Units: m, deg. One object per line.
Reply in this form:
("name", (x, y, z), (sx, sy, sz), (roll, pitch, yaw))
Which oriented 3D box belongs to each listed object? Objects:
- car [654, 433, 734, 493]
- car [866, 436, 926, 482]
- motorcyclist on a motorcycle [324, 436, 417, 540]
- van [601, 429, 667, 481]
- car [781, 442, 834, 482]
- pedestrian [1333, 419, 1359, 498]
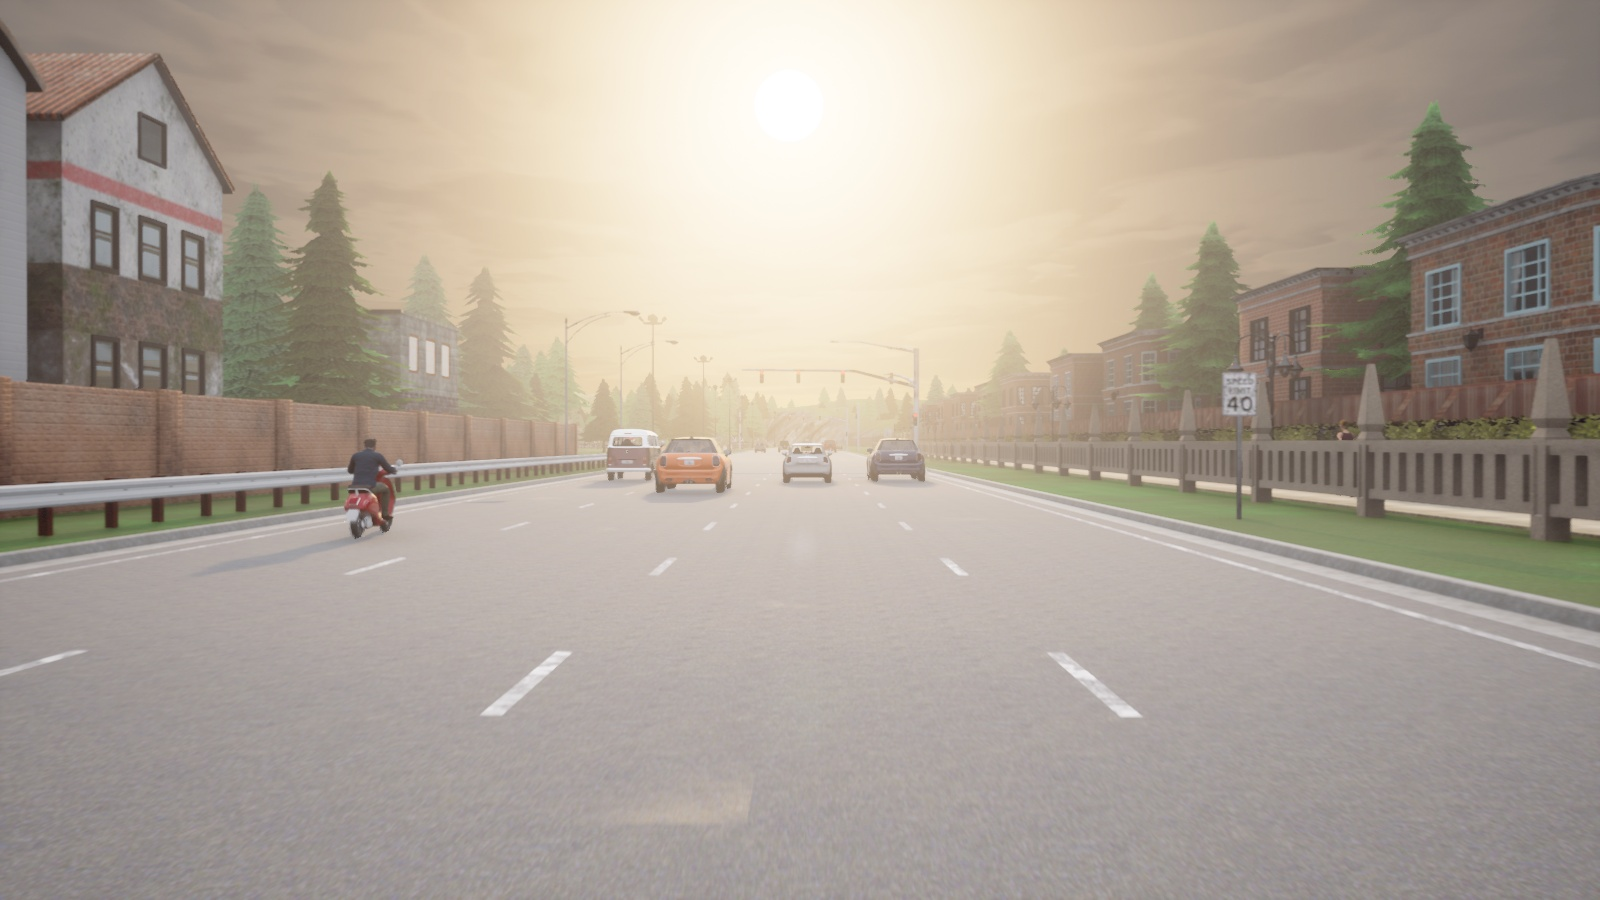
("car", (-3.268, 0.380, 39.452), (2.097, 1.767, 4.553), (0, 0, 0))
("car", (3.792, 0.324, 50.350), (2.097, 1.767, 4.553), (0, 0, 0))
("motorcyclist on a motorcycle", (-6.874, 0.580, 20.196), (0.866, 1.590, 1.817), (0, 0, 0))
("van", (-6.704, 0.176, 51.091), (2.069, 2.038, 4.480), (0, 0, 0))
("car", (0.283, 0.437, 48.725), (1.970, 1.475, 3.806), (0, 0, 0))
("pedestrian", (12.846, 0.199, 29.557), (0.345, 1.836, 0.594), (0, 0, 0))
